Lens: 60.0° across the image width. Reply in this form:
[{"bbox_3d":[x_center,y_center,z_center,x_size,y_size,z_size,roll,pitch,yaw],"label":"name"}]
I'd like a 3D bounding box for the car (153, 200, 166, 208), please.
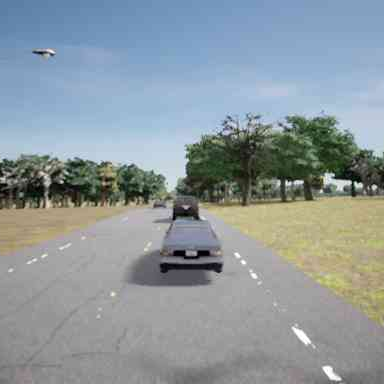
[{"bbox_3d":[-5.269,1.978,54.474,1.994,1.385,4.181,0,-1,-2],"label":"car"}]

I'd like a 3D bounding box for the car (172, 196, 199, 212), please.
[{"bbox_3d":[-0.565,1.351,28.544,2.150,2.045,5.566,0,0,-2],"label":"car"}]

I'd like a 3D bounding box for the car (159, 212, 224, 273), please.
[{"bbox_3d":[-0.040,1.608,10.916,2.033,1.411,5.357,0,0,-1],"label":"car"}]
